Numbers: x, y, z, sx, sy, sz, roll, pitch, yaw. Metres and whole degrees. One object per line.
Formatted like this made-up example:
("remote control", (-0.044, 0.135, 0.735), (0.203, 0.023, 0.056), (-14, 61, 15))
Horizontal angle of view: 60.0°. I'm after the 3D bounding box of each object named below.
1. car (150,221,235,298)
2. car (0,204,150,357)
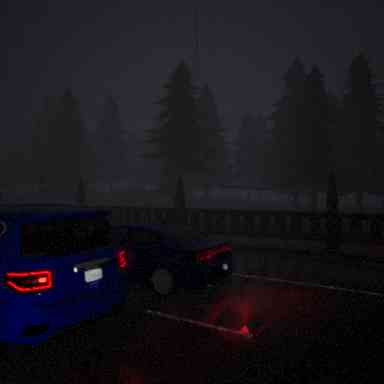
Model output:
("car", (-1.383, 1.501, 8.597), (5.008, 1.535, 1.882), (0, 0, 31))
("car", (-3.671, 1.241, 5.921), (5.566, 2.045, 2.150), (0, 0, 30))
